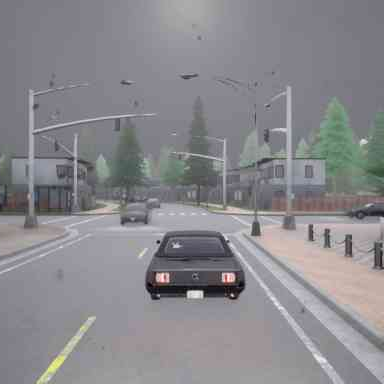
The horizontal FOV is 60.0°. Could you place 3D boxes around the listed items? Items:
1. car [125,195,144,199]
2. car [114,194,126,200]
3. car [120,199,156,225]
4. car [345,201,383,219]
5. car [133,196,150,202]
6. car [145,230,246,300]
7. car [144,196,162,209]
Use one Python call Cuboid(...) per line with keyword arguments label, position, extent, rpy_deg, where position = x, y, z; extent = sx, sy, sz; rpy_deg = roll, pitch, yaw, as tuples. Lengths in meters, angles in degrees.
Cuboid(label="car", position=(-10.744, 1.513, 64.072), extent=(2.033, 1.411, 5.357), rpy_deg=(0, 0, -25))
Cuboid(label="car", position=(-16.972, 1.322, 80.005), extent=(4.674, 1.442, 1.812), rpy_deg=(0, 0, 45))
Cuboid(label="car", position=(-3.887, 1.493, 23.718), extent=(1.837, 1.490, 4.892), rpy_deg=(0, 0, -2))
Cuboid(label="car", position=(15.403, 1.510, 28.078), extent=(4.674, 1.442, 1.812), rpy_deg=(0, 0, 1))
Cuboid(label="car", position=(-10.968, 1.505, 71.945), extent=(1.994, 1.385, 4.181), rpy_deg=(0, 0, -36))
Cuboid(label="car", position=(0.032, 1.601, 8.349), extent=(1.895, 1.301, 4.718), rpy_deg=(0, 0, -1))
Cuboid(label="car", position=(-5.075, 1.492, 43.753), extent=(1.812, 1.442, 4.674), rpy_deg=(0, 0, -7))
